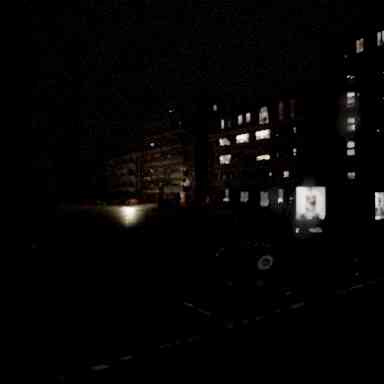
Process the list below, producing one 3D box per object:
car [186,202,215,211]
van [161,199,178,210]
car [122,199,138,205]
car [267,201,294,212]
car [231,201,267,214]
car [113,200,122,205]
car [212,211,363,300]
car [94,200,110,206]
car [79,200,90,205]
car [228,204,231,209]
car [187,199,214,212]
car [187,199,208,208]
[{"bbox_3d":[1.270,2.218,51.934,1.895,1.301,4.718,-1,-1,-36],"label":"car"},{"bbox_3d":[-3.820,2.051,54.434,1.690,1.788,3.998,-2,0,-36],"label":"van"},{"bbox_3d":[-15.350,2.551,84.653,1.967,1.590,4.097,-2,0,-36],"label":"car"},{"bbox_3d":[10.463,1.903,34.575,2.008,1.369,4.403,-2,0,-36],"label":"car"},{"bbox_3d":[7.193,1.984,39.083,2.008,1.369,4.403,-2,0,-36],"label":"car"},{"bbox_3d":[-18.616,2.759,89.161,1.947,1.339,4.313,-2,0,-36],"label":"car"},{"bbox_3d":[2.426,1.443,8.304,4.097,1.590,1.967,0,0,-36],"label":"car"},{"bbox_3d":[-22.131,2.721,79.734,2.008,1.369,4.403,-2,0,-36],"label":"car"},{"bbox_3d":[-28.670,2.880,88.750,1.887,1.381,4.507,-2,0,-36],"label":"car"},{"bbox_3d":[7.606,2.117,53.143,1.802,1.307,4.206,-2,0,-36],"label":"car"},{"bbox_3d":[1.106,2.131,47.552,1.887,1.381,4.507,-2,0,-36],"label":"car"},{"bbox_3d":[1.003,2.140,62.115,1.967,1.590,4.097,-2,0,-36],"label":"car"}]
